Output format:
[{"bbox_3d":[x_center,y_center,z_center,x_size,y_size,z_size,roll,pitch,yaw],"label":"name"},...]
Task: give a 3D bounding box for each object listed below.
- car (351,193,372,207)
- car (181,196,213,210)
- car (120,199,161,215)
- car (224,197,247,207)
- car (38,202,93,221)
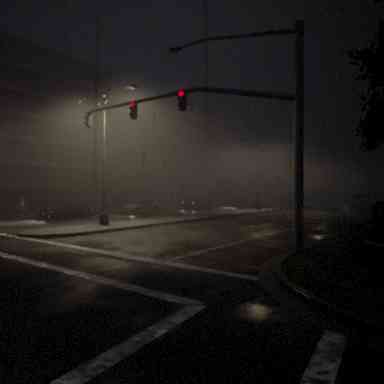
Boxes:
[{"bbox_3d":[25.384,1.172,49.647,2.150,2.045,5.566,0,0,36],"label":"car"},{"bbox_3d":[0.665,1.273,41.458,2.097,1.767,4.553,0,0,36],"label":"car"},{"bbox_3d":[-5.069,1.449,33.565,1.812,1.442,4.674,0,0,36],"label":"car"},{"bbox_3d":[6.507,1.480,49.485,1.994,1.385,4.181,0,0,36],"label":"car"},{"bbox_3d":[-10.064,1.493,26.686,1.994,1.385,4.181,0,0,36],"label":"car"}]
